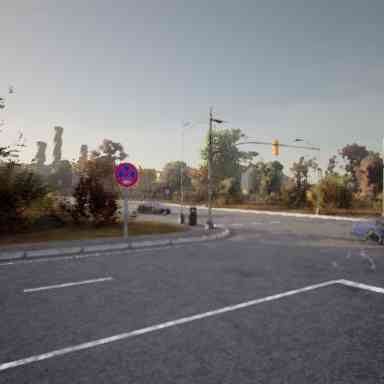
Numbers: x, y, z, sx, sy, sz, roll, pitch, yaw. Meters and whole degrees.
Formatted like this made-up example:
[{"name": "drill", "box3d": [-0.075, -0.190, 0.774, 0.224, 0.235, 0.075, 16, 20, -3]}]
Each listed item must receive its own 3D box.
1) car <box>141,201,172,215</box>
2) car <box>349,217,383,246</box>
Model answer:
[{"name": "car", "box3d": [-4.157, 1.732, 36.265, 2.033, 1.411, 5.357, 1, 0, -32]}, {"name": "car", "box3d": [9.669, 1.719, 14.324, 2.033, 1.411, 5.357, 1, 0, -32]}]
